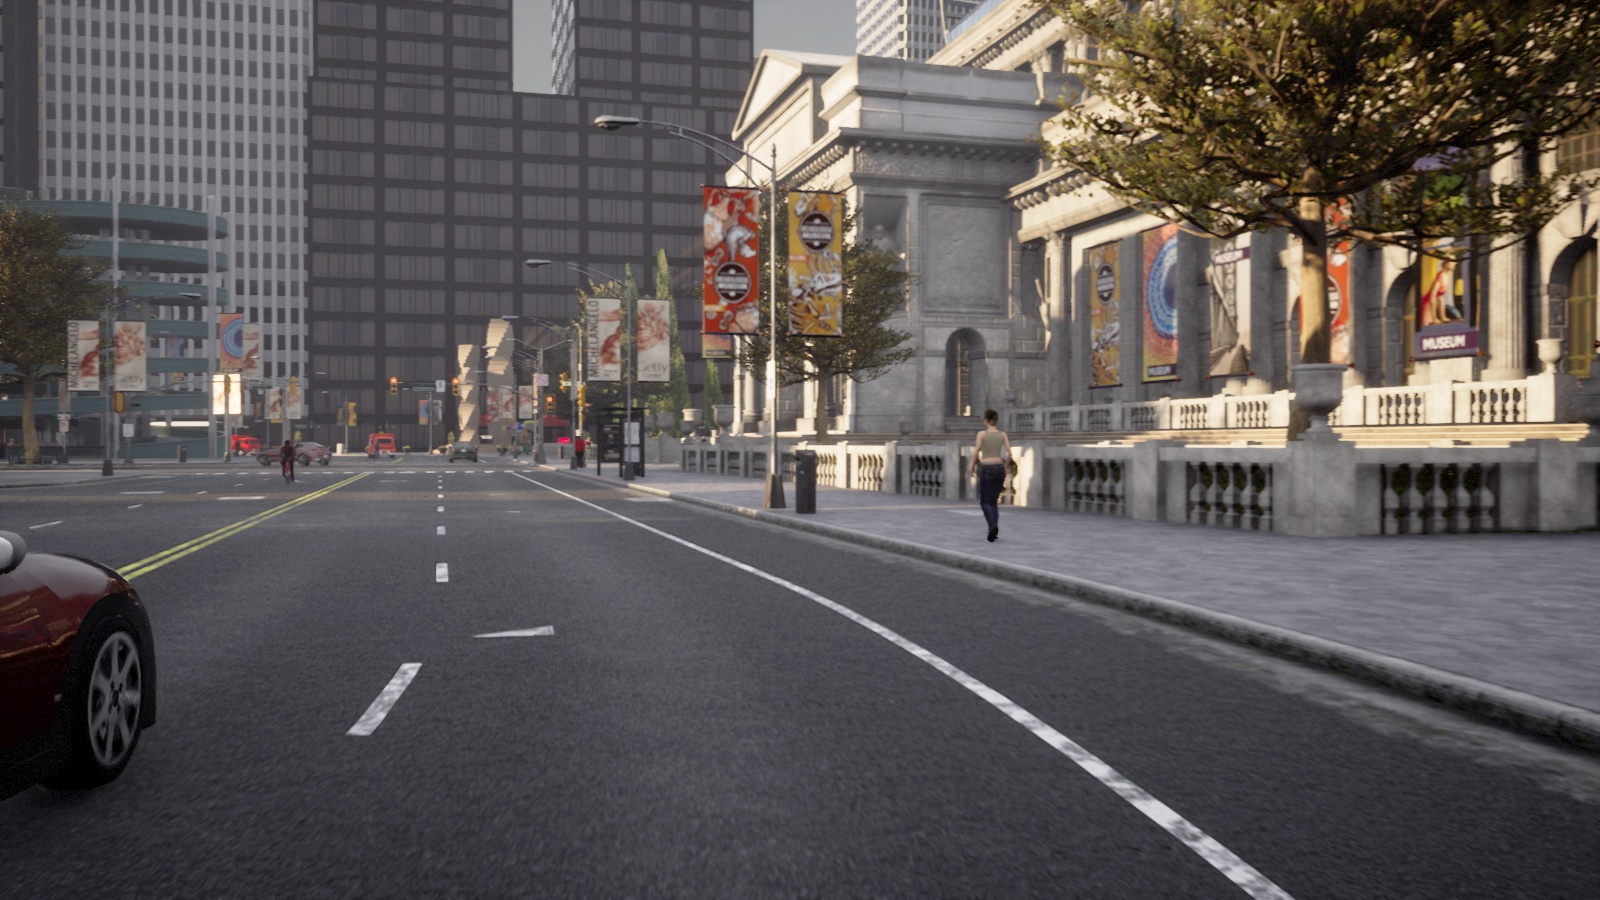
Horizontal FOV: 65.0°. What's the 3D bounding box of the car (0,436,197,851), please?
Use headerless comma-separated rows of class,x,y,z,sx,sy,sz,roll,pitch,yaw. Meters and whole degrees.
car,-3.812,0.688,4.254,1.970,1.475,3.806,0,0,-5

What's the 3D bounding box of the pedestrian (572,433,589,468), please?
pedestrian,-11.514,0.031,65.960,0.634,1.844,0.899,0,0,-28

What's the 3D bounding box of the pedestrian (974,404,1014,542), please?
pedestrian,2.636,0.307,17.104,0.345,1.836,0.594,0,0,-13

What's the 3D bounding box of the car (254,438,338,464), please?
car,-33.511,0.053,83.554,5.027,1.651,2.152,0,0,21
